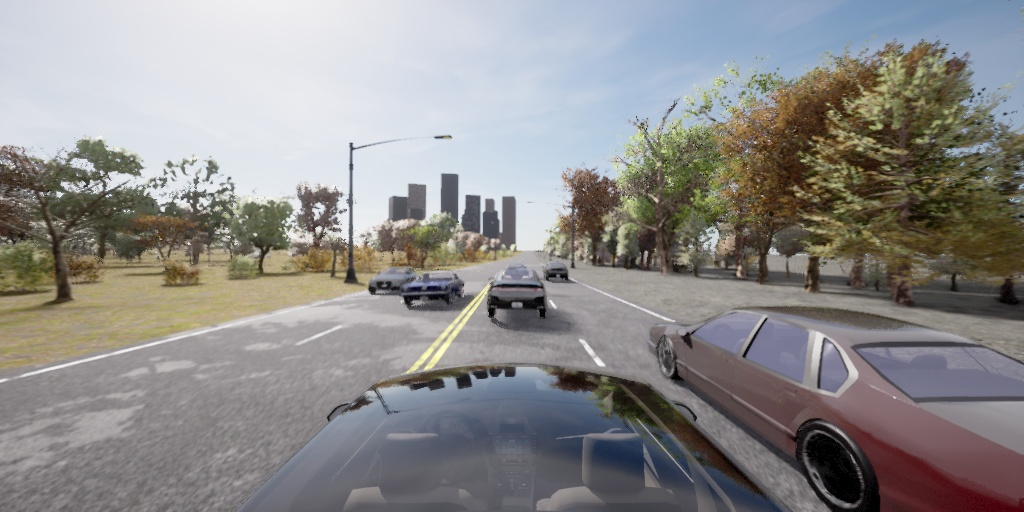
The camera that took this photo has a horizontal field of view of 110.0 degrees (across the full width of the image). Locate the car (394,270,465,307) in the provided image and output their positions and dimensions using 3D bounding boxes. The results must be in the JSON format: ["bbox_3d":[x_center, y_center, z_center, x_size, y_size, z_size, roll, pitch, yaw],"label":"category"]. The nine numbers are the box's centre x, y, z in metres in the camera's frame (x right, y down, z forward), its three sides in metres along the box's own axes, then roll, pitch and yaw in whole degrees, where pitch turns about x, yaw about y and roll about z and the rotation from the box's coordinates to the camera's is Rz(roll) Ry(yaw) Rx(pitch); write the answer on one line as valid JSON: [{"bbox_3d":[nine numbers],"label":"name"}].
[{"bbox_3d":[-3.286,1.332,15.665,1.895,1.301,4.718,-2,-1,0],"label":"car"}]

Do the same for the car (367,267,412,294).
[{"bbox_3d":[-6.463,1.316,20.168,1.994,1.385,4.181,0,0,1],"label":"car"}]

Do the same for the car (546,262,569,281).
[{"bbox_3d":[3.637,1.264,30.334,1.837,1.490,4.892,0,1,1],"label":"car"}]

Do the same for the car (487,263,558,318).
[{"bbox_3d":[0.171,1.184,12.627,2.128,1.511,4.902,1,0,0],"label":"car"}]

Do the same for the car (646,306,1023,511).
[{"bbox_3d":[3.377,1.301,4.138,2.033,1.411,5.357,0,0,0],"label":"car"}]
